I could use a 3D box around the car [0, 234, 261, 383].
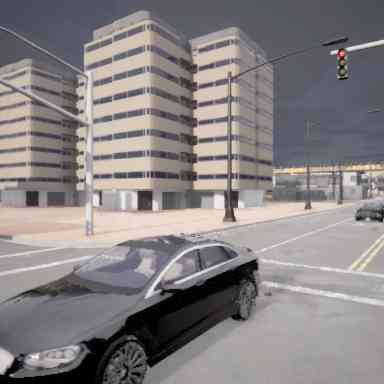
[{"bbox_3d":[-0.574,1.496,5.176,2.128,1.511,4.902,0,0,35],"label":"car"}]

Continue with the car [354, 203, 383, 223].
[{"bbox_3d":[13.973,1.548,25.725,2.033,1.411,5.357,0,0,35],"label":"car"}]
